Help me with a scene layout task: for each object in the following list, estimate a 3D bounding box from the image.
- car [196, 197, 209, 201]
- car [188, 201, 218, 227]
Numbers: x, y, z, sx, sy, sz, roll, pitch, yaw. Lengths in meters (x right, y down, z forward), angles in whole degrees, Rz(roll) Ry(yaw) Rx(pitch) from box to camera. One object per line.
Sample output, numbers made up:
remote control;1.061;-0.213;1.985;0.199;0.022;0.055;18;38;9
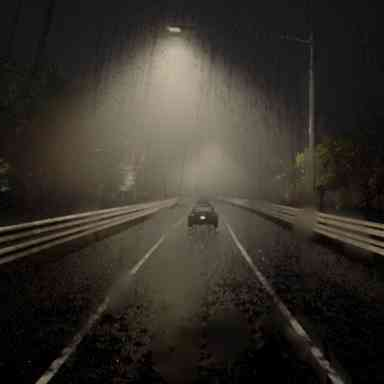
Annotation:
car;1.743;1.553;53.294;1.837;1.490;4.892;1;0;-1
car;0.785;1.593;23.059;1.994;1.385;4.181;0;0;3
